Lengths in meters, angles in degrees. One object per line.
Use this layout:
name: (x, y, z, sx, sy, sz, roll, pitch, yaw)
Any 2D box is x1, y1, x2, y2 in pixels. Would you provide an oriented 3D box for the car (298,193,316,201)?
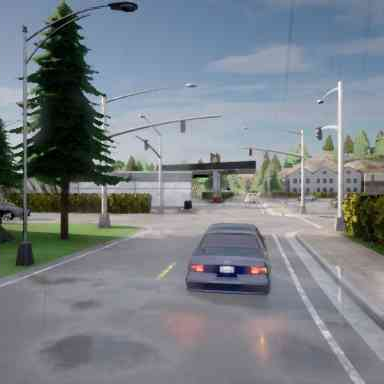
car: (27.401, 1.077, 79.287, 3.866, 1.878, 1.905, 0, 0, 10)

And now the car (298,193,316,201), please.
car: (26.216, 1.361, 76.121, 3.806, 1.475, 1.970, 0, 0, 10)

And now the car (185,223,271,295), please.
car: (1.094, 1.547, 8.914, 2.033, 1.411, 5.357, 0, 0, 10)

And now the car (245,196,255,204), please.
car: (11.233, 1.526, 64.794, 1.812, 1.442, 4.674, 0, 0, 10)

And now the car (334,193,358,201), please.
car: (34.571, 1.097, 74.673, 4.605, 1.855, 1.932, 0, 0, 10)

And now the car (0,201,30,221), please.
car: (-15.736, 1.492, 27.241, 4.902, 1.511, 2.128, 0, 0, 10)

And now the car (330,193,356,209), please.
car: (20.264, 1.330, 42.385, 5.027, 1.636, 2.152, 0, 0, 10)
